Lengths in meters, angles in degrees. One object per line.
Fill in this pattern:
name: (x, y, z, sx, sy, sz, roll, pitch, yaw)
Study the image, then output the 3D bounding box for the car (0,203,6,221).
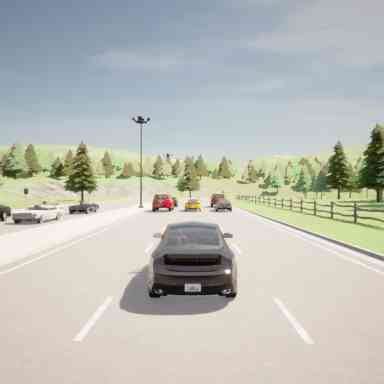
car: (-15.012, 1.491, 23.956, 2.128, 1.511, 4.902, 0, 0, 0)

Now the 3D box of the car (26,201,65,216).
car: (-14.912, 1.601, 34.099, 1.895, 1.301, 4.718, 0, 0, 0)

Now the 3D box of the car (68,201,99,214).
car: (-11.409, 1.601, 35.246, 1.895, 1.301, 4.718, 0, 0, 0)

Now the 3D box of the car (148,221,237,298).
car: (0.021, 1.504, 8.509, 1.837, 1.490, 4.892, 0, 0, 0)

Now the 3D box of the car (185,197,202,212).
car: (0.139, 1.478, 39.528, 1.882, 1.535, 5.008, 0, 0, 1)

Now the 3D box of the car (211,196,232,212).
car: (3.635, 1.547, 39.103, 2.033, 1.411, 5.357, 0, 0, 1)

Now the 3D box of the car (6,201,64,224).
car: (-11.515, 1.601, 25.053, 1.895, 1.301, 4.718, 0, 0, 1)

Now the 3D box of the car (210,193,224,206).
car: (3.883, 1.221, 49.727, 2.150, 2.045, 5.566, 0, 0, 2)

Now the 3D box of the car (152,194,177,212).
car: (-3.365, 1.221, 39.154, 2.150, 2.045, 5.566, 0, 0, 1)

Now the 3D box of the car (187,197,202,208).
car: (0.383, 1.491, 49.798, 2.128, 1.511, 4.902, 0, 0, 2)
